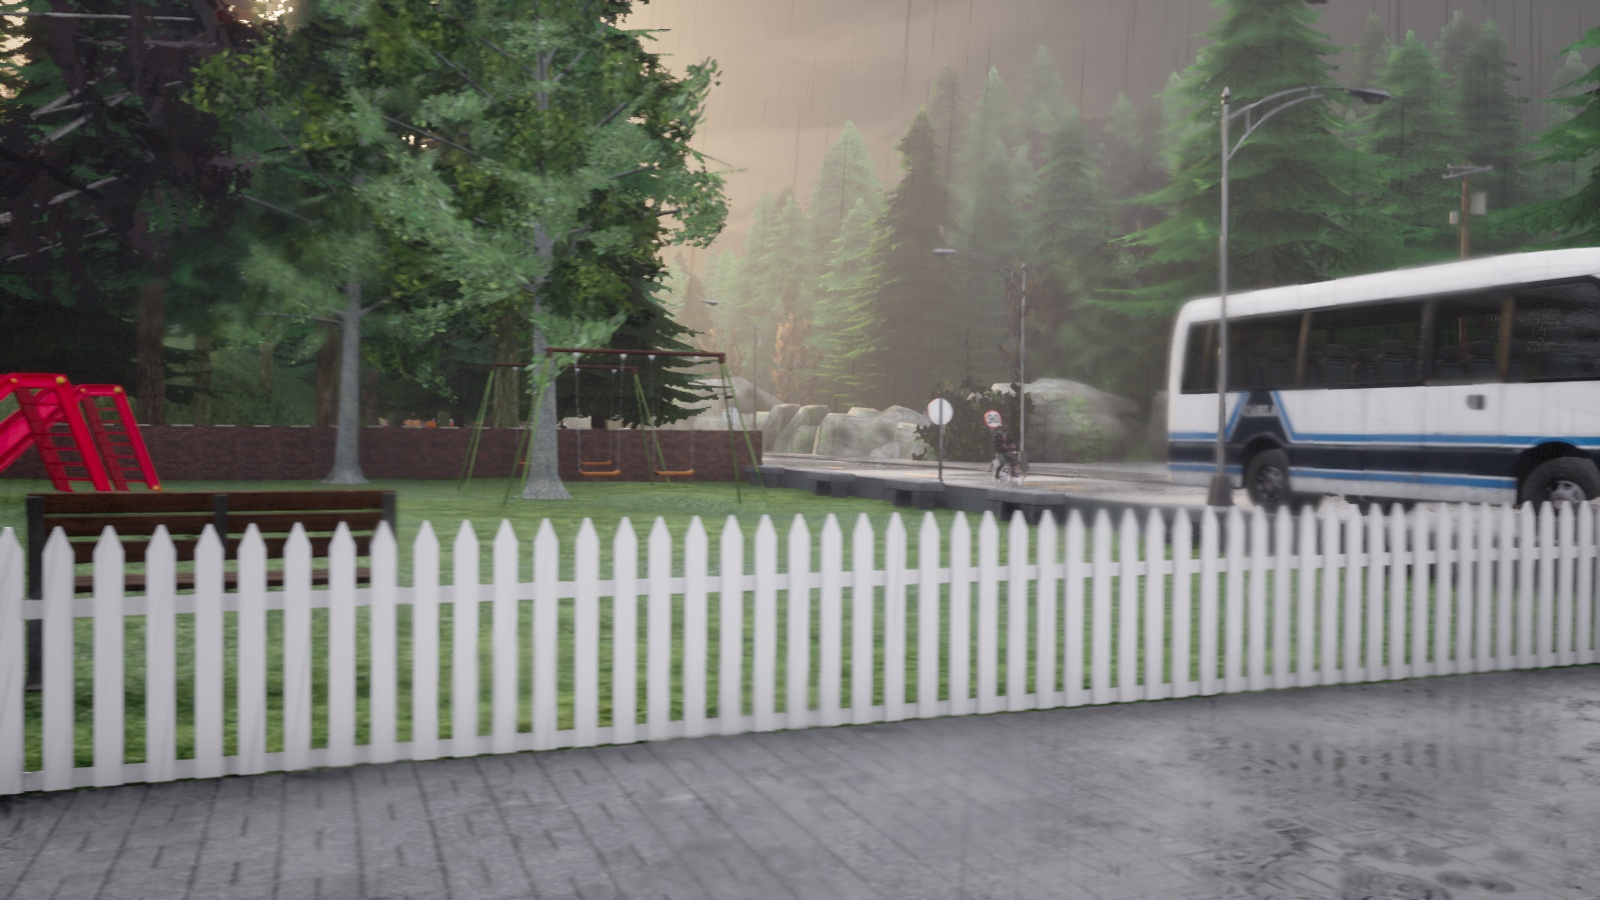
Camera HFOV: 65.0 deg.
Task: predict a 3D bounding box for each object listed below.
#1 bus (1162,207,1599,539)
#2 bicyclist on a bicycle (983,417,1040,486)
[{"bbox_3d":[10.736,-1.058,20.323,3.944,4.253,10.273,-1,1,-21],"label":"bus"},{"bbox_3d":[5.662,0.026,33.702,0.659,1.776,1.843,-1,1,-21],"label":"bicyclist on a bicycle"}]
